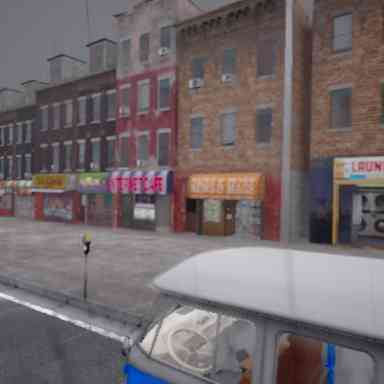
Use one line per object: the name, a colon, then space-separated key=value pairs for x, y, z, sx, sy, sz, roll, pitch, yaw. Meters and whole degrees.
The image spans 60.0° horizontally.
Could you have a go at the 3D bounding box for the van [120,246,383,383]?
van: x=1.343 y=1.341 z=1.827 sx=3.998 sy=1.788 sz=1.690 roll=0 pitch=1 yaw=36
